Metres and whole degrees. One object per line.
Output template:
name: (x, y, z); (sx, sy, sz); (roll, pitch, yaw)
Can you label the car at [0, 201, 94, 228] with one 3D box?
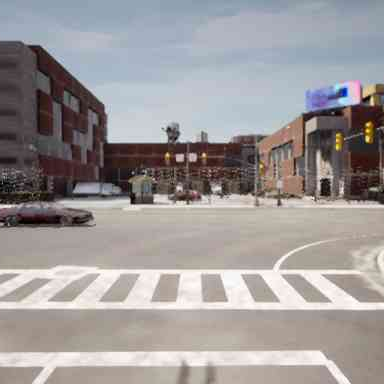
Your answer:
car: (-8.482, 1.237, 19.011); (5.357, 1.411, 2.033); (0, 1, 0)
